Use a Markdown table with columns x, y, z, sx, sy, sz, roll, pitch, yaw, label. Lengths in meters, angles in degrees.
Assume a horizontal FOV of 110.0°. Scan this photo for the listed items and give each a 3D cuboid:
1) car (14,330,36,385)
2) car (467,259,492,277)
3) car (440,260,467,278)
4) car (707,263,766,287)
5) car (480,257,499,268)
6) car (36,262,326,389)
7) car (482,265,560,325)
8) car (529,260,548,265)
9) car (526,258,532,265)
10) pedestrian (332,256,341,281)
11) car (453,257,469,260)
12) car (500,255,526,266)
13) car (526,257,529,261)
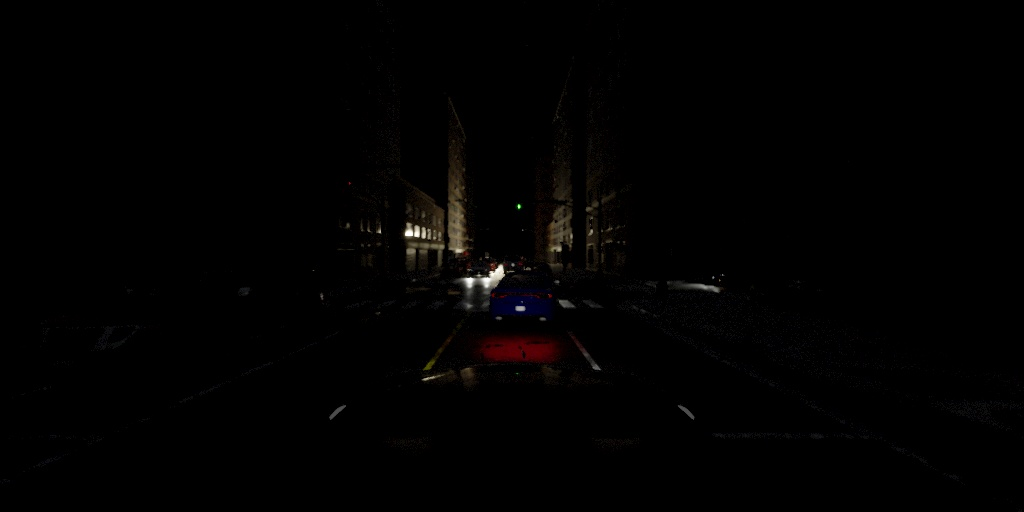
| x | y | z | sx | sy | sz | roll | pitch | yaw | label |
| --- | --- | --- | --- | --- | --- | --- | --- | --- | --- |
| -5.668 | 1.332 | 1.466 | 1.802 | 1.307 | 4.207 | 0 | 0 | 0 | car |
| -3.097 | 1.250 | 34.585 | 1.812 | 1.442 | 4.674 | 0 | 0 | -3 | car |
| -5.664 | 1.306 | 34.048 | 1.802 | 1.307 | 4.207 | 0 | 0 | 0 | car |
| 14.684 | 1.170 | 22.634 | 4.181 | 1.385 | 1.994 | 0 | 1 | 0 | car |
| -3.079 | 1.075 | 44.280 | 2.097 | 1.767 | 4.553 | 0 | 0 | 0 | car |
| -5.668 | 1.058 | 7.048 | 2.192 | 1.841 | 5.009 | 0 | 0 | 0 | car |
| 0.533 | 1.216 | 11.809 | 1.882 | 1.535 | 5.008 | 0 | 0 | 7 | car |
| 2.861 | 1.306 | 34.074 | 1.802 | 1.307 | 4.207 | 0 | 0 | 0 | car |
| 2.862 | 1.248 | 39.808 | 1.751 | 1.417 | 4.829 | 0 | 0 | 0 | car |
| -12.542 | 0.873 | 25.573 | 0.375 | 1.860 | 0.375 | 0 | 1 | 0 | pedestrian |
| -5.664 | 1.038 | 39.613 | 2.192 | 1.841 | 5.009 | 0 | 0 | 0 | car |
| 0.106 | 0.945 | 38.968 | 2.150 | 2.045 | 5.566 | 0 | 0 | 0 | car |
| 2.865 | 1.270 | 56.327 | 1.888 | 1.381 | 4.507 | 0 | 0 | 0 | car |
